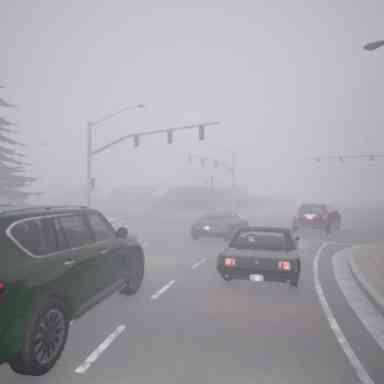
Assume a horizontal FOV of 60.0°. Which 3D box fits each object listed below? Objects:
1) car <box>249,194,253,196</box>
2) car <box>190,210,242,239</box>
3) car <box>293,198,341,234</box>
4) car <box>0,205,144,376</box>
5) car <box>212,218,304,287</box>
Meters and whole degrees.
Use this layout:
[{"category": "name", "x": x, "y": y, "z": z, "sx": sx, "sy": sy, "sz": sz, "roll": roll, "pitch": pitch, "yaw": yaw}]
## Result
[{"category": "car", "x": 15.581, "y": 1.591, "z": 89.850, "sx": 4.605, "sy": 1.855, "sz": 1.932, "roll": 0, "pitch": 0, "yaw": 35}, {"category": "car", "x": 1.539, "y": 1.633, "z": 17.169, "sx": 1.994, "sy": 1.385, "sz": 4.181, "roll": 0, "pitch": 0, "yaw": 25}, {"category": "car", "x": 7.702, "y": 1.466, "z": 20.309, "sx": 2.097, "sy": 1.767, "sz": 4.553, "roll": 0, "pitch": -1, "yaw": 32}, {"category": "car", "x": -2.562, "y": 1.233, "z": 5.827, "sx": 2.150, "sy": 2.045, "sz": 5.566, "roll": 0, "pitch": -1, "yaw": 9}, {"category": "car", "x": 2.116, "y": 1.643, "z": 9.568, "sx": 1.895, "sy": 1.301, "sz": 4.718, "roll": 0, "pitch": 0, "yaw": 17}]
